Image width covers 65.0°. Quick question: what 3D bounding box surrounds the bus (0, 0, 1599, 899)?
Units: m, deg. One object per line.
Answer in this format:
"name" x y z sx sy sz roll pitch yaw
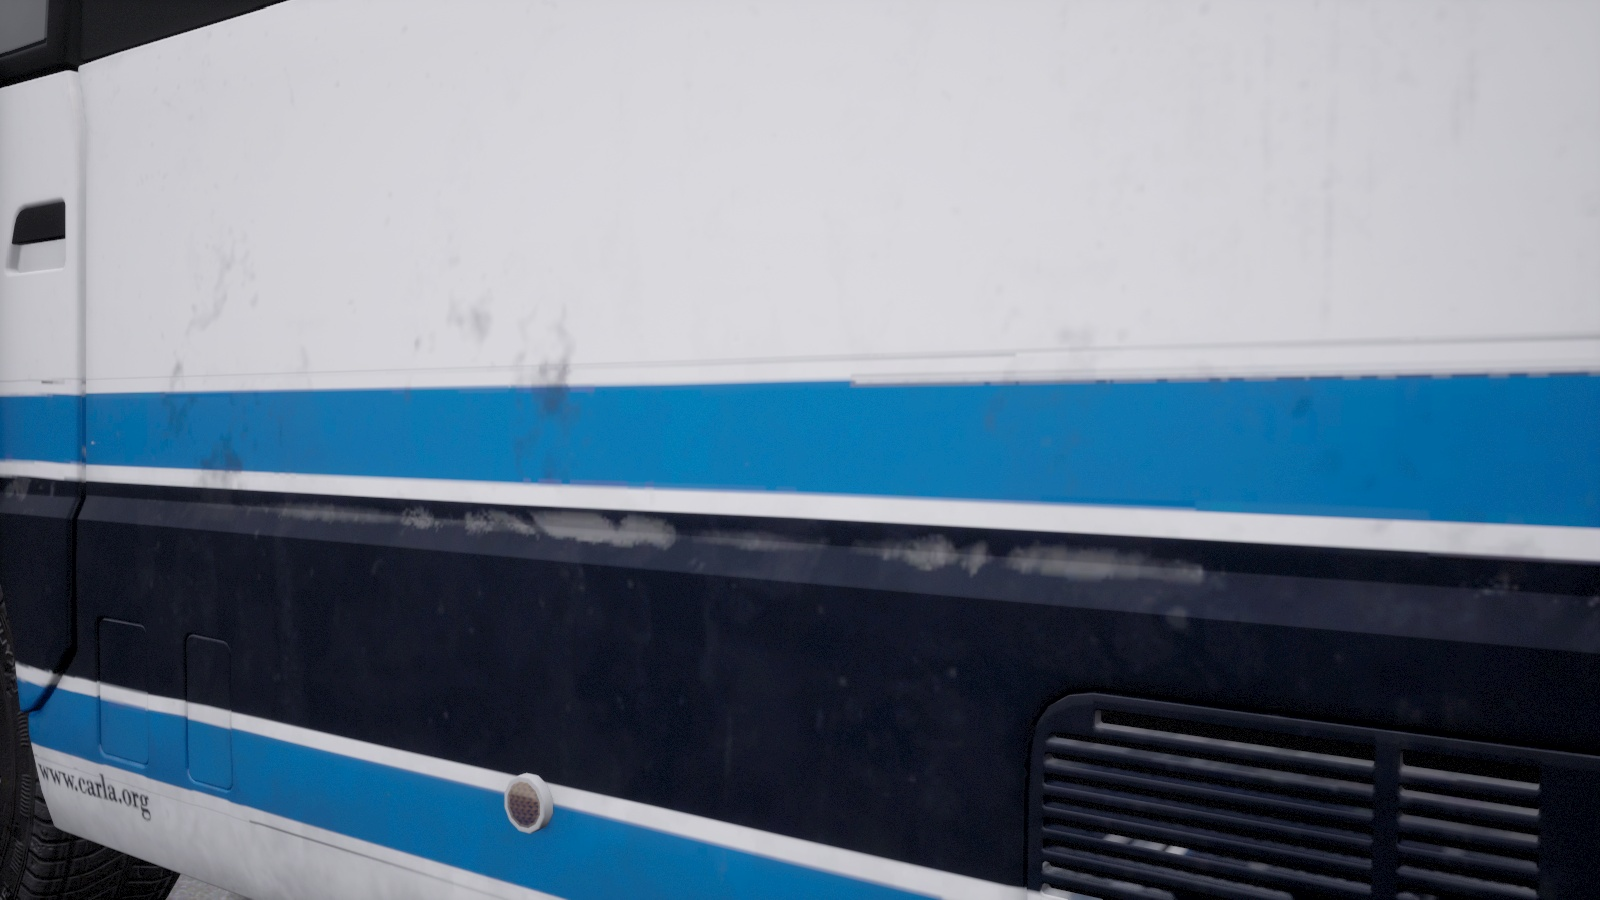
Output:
"bus" 1.057 -0.694 2.895 10.273 4.253 3.944 0 1 34
